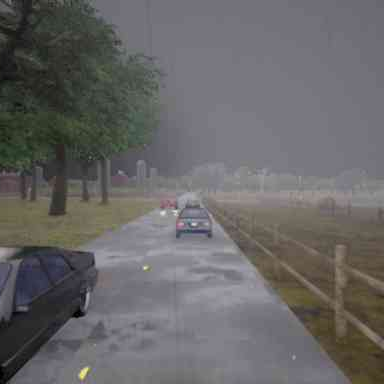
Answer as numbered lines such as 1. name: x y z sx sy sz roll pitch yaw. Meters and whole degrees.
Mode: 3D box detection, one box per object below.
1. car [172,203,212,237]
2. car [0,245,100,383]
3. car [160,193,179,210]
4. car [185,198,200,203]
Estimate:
1. car: 0.095 1.540 17.883 2.033 1.411 5.357 0 0 0
2. car: -2.842 1.547 4.750 2.033 1.411 5.357 0 0 0
3. car: -2.842 1.189 42.766 2.150 2.045 5.566 0 0 0
4. car: 0.091 1.528 43.619 1.994 1.385 4.181 0 0 0
